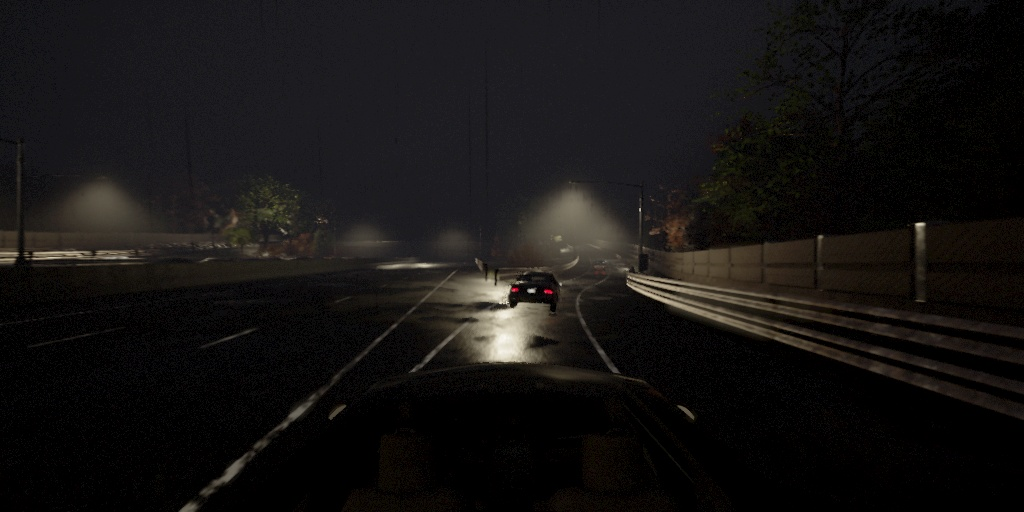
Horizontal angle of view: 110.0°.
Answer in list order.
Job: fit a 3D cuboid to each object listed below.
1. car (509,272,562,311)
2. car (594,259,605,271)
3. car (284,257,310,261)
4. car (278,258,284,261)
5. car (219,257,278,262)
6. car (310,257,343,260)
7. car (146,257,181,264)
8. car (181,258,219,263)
[{"bbox_3d":[1.094,1.416,15.323,2.033,1.411,5.357,2,-2,9],"label":"car"},{"bbox_3d":[15.505,1.827,63.459,1.895,1.301,4.718,1,2,14],"label":"car"},{"bbox_3d":[-30.797,0.952,52.609,1.837,1.490,4.892,1,0,-6],"label":"car"},{"bbox_3d":[-34.218,0.939,51.696,1.812,1.442,4.674,1,0,-6],"label":"car"},{"bbox_3d":[-25.411,0.969,34.847,1.882,1.535,5.008,1,0,-6],"label":"car"},{"bbox_3d":[-27.324,0.959,53.015,1.882,1.535,5.008,1,0,-6],"label":"car"},{"bbox_3d":[-32.366,0.900,34.100,1.882,1.535,5.008,1,0,-6],"label":"car"},{"bbox_3d":[-28.951,0.950,35.077,2.128,1.511,4.902,1,0,-6],"label":"car"}]
